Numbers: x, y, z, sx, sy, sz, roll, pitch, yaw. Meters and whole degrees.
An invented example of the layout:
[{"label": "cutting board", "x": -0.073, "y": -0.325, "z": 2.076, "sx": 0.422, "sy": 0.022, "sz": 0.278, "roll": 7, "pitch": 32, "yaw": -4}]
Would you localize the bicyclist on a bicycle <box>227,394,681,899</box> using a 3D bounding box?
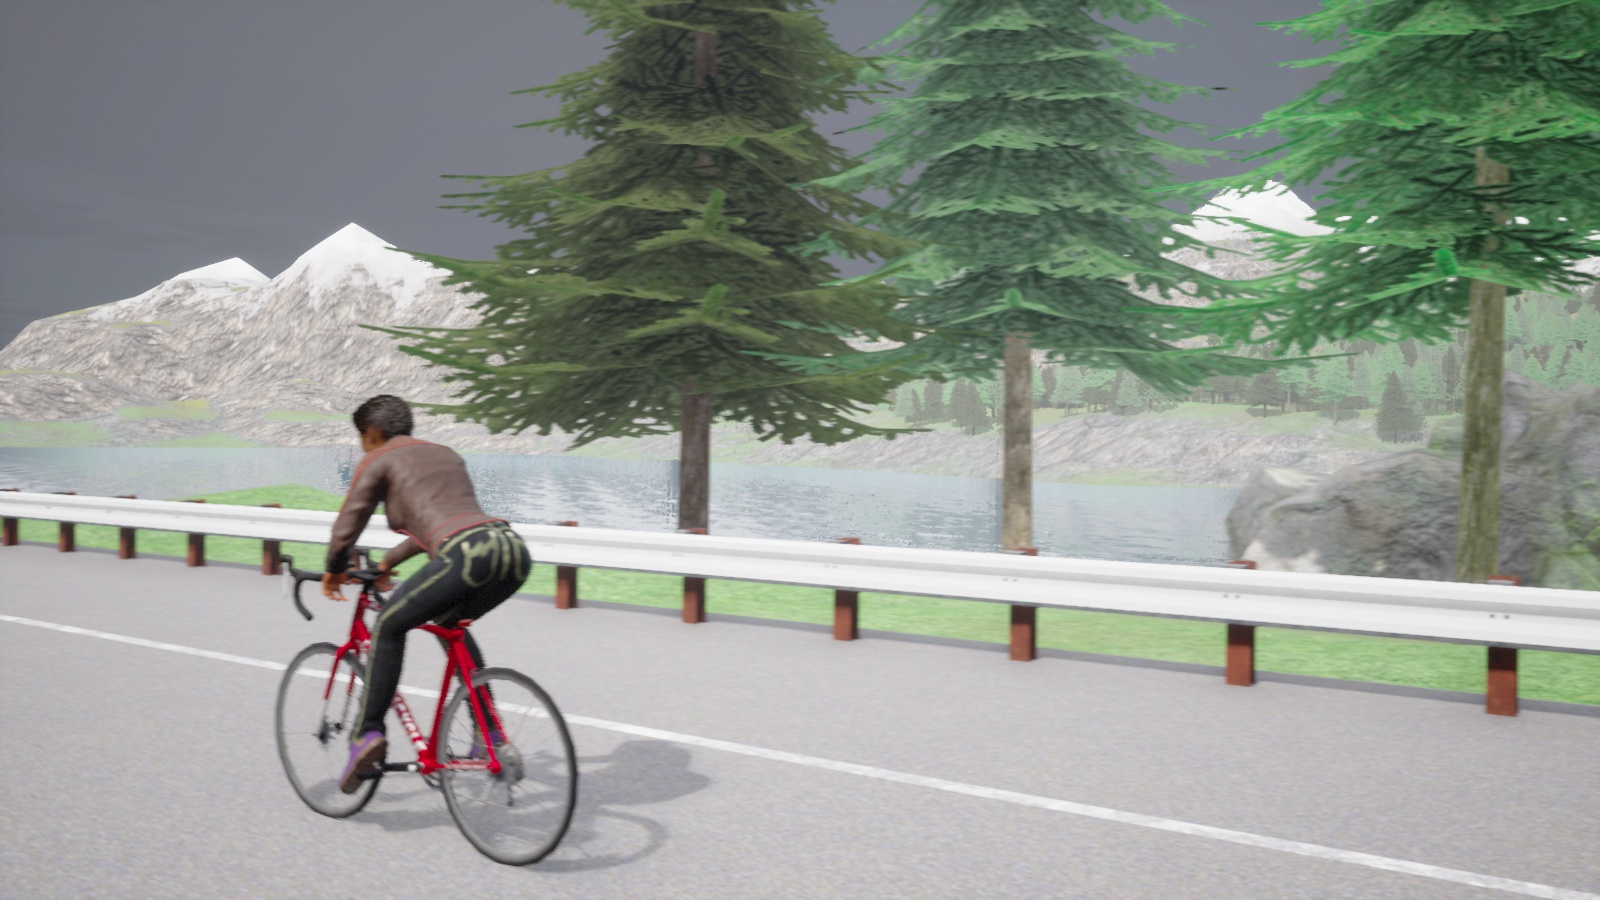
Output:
[{"label": "bicyclist on a bicycle", "x": -1.267, "y": 0.646, "z": 4.465, "sx": 1.656, "sy": 1.620, "sz": 0.582, "roll": -1, "pitch": 1, "yaw": 34}]
